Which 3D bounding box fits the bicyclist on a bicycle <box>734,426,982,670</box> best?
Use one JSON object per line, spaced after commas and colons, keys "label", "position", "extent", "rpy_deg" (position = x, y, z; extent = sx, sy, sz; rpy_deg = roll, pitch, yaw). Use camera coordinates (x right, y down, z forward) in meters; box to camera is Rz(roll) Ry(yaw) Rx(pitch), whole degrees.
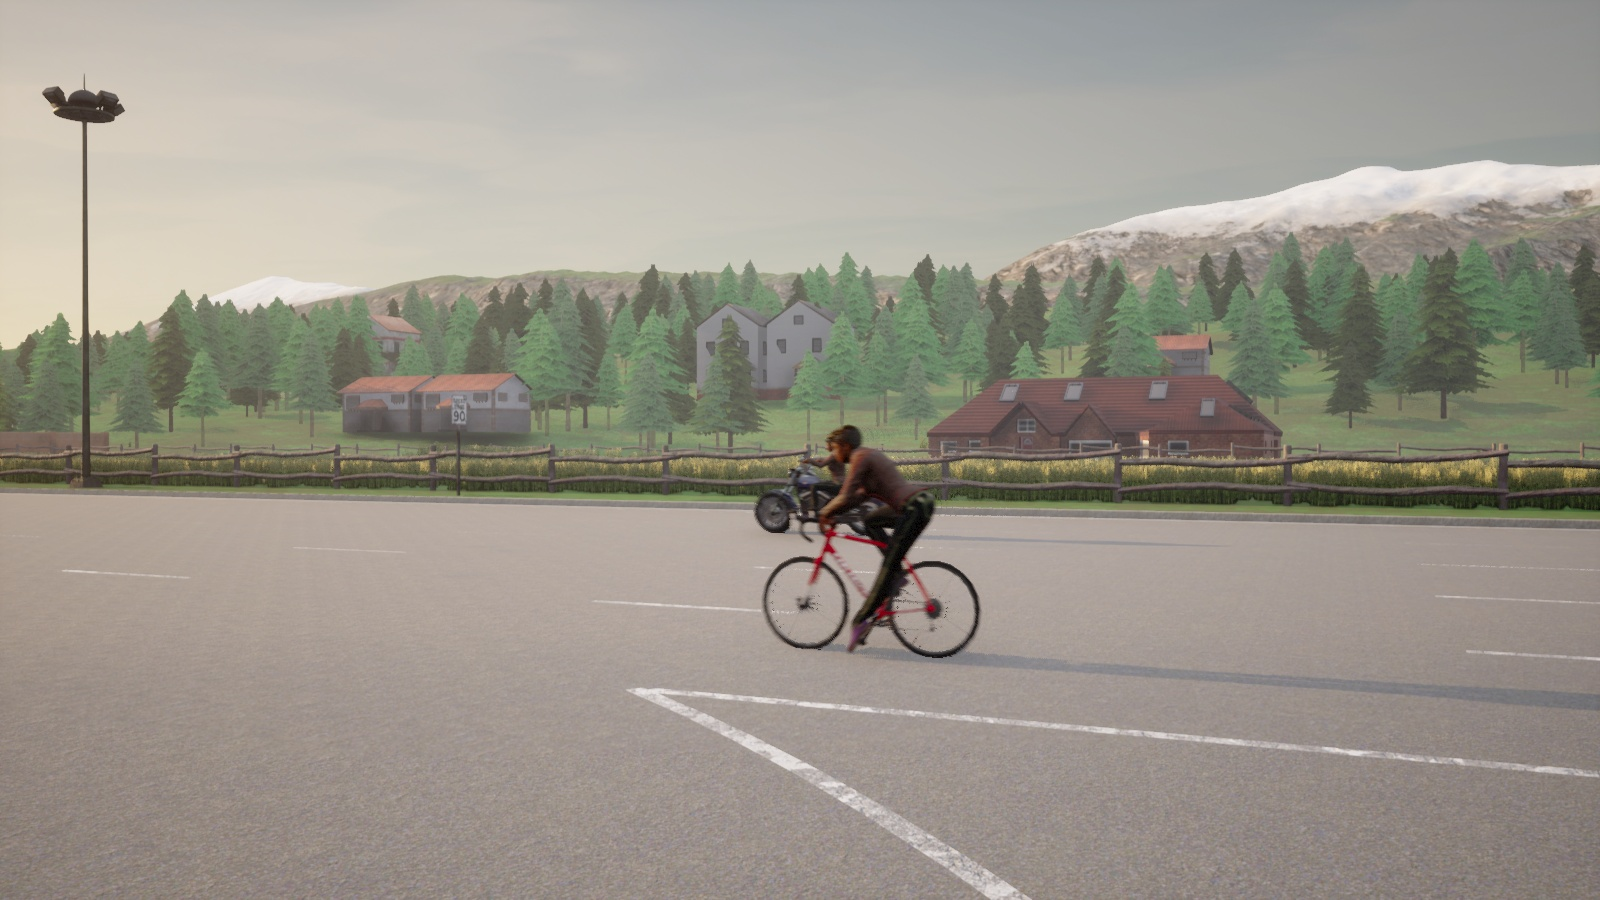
{"label": "bicyclist on a bicycle", "position": [0.407, 0.648, 8.908], "extent": [1.656, 1.620, 0.582], "rpy_deg": [0, 0, 23]}

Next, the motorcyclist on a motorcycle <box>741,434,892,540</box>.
{"label": "motorcyclist on a motorcycle", "position": [0.261, 0.579, 20.402], "extent": [2.350, 1.649, 0.766], "rpy_deg": [0, 0, 23]}
